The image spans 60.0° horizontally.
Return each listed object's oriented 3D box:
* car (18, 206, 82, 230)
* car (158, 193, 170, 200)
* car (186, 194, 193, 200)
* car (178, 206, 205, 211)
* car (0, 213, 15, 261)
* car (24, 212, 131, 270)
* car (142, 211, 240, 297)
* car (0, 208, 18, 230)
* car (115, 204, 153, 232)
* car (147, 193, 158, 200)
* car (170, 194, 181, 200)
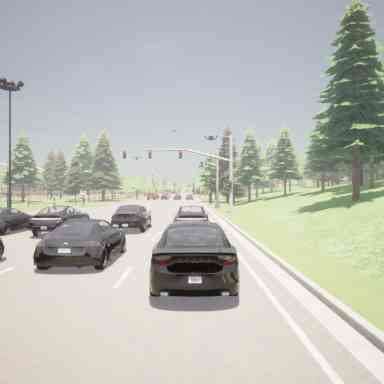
[{"bbox_3d":[-7.031,1.492,18.172,2.128,1.511,4.902,0,0,0],"label":"car"},{"bbox_3d":[-7.661,1.491,92.016,1.837,1.490,4.892,0,0,0],"label":"car"},{"bbox_3d":[-0.665,1.545,92.483,1.994,1.385,4.181,0,0,0],"label":"car"},{"bbox_3d":[-0.031,1.492,18.133,2.128,1.511,4.902,0,0,0],"label":"car"},{"bbox_3d":[-6.973,1.526,8.906,1.812,1.442,4.674,0,0,-1],"label":"car"},{"bbox_3d":[-3.479,1.564,11.044,1.994,1.385,4.181,0,0,0],"label":"car"},{"bbox_3d":[0.041,1.478,8.640,1.882,1.535,5.008,0,0,0],"label":"car"},{"bbox_3d":[-10.534,1.564,18.648,1.994,1.385,4.181,0,0,0],"label":"car"},{"bbox_3d":[-3.541,1.505,19.909,1.837,1.490,4.892,0,0,0],"label":"car"},{"bbox_3d":[-11.161,1.217,92.021,2.150,2.045,5.566,0,0,0],"label":"car"},{"bbox_3d":[-4.161,1.517,92.041,2.128,1.511,4.902,0,0,0],"label":"car"}]
